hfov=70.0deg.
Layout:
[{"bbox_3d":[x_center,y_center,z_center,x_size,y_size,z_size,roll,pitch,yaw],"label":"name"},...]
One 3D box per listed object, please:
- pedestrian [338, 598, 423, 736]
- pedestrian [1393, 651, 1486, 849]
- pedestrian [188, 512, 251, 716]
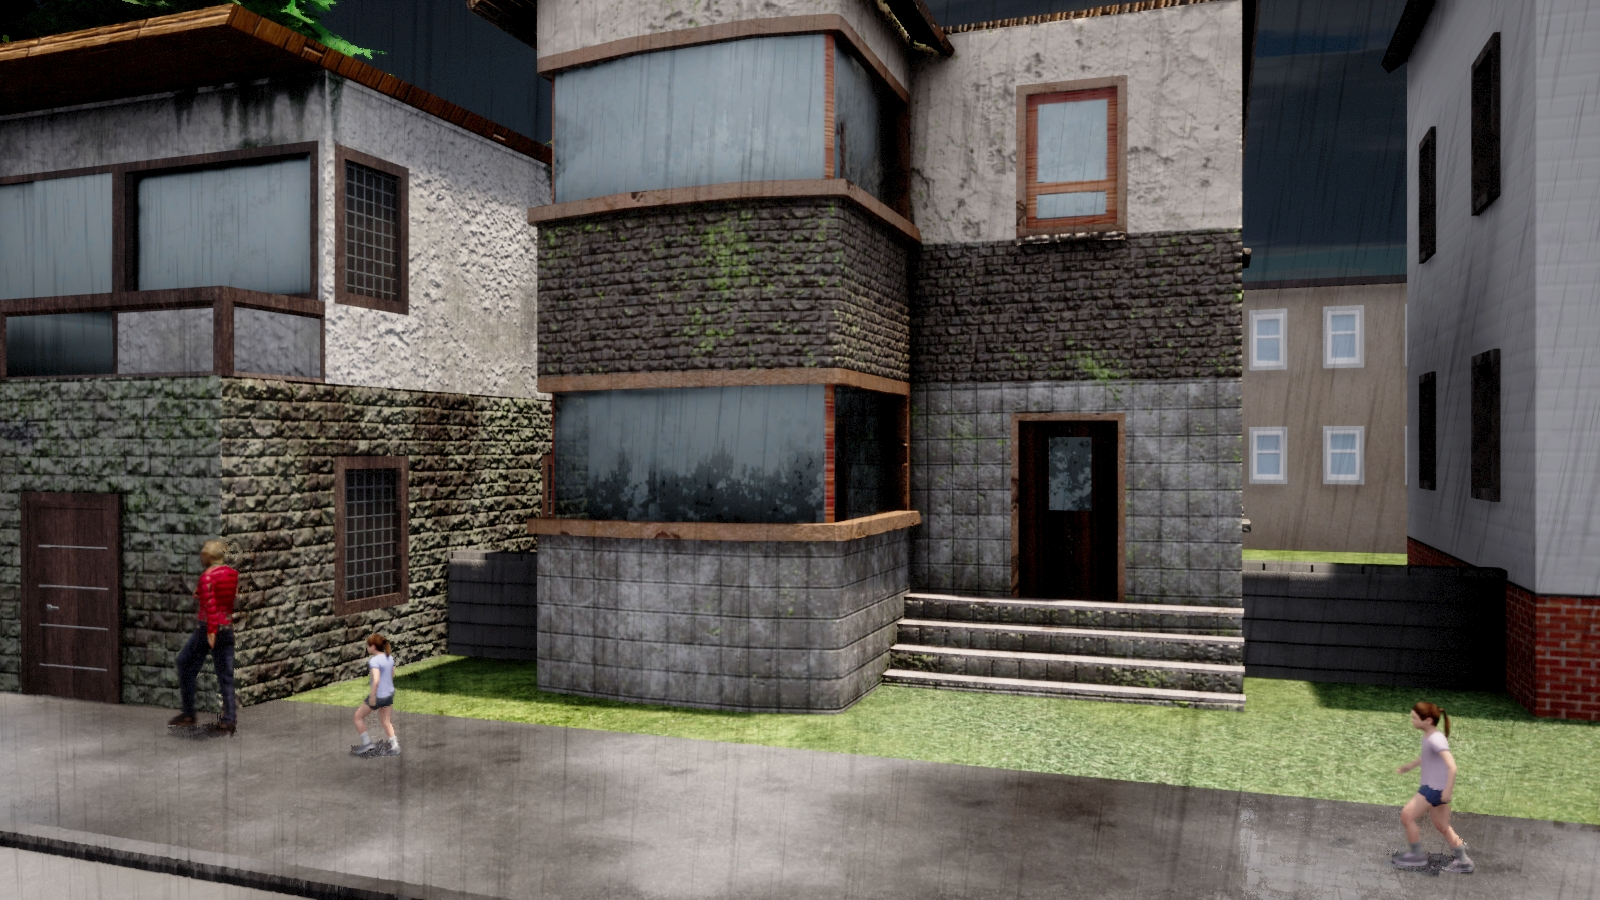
[{"bbox_3d":[-3.708,1.904,10.117,0.500,1.100,0.500,0,0,18],"label":"pedestrian"},{"bbox_3d":[4.101,1.902,7.351,0.500,1.100,0.500,0,0,27],"label":"pedestrian"},{"bbox_3d":[-5.470,1.523,10.781,0.375,1.860,0.375,0,0,16],"label":"pedestrian"}]
